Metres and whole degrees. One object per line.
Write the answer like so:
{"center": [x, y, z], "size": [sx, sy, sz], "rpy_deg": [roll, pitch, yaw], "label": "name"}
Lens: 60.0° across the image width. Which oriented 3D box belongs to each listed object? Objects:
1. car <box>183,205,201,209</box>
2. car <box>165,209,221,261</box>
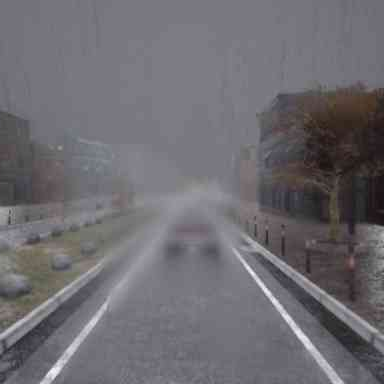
{"center": [0.040, 1.813, 27.767], "size": [2.128, 1.511, 4.902], "rpy_deg": [0, -1, 0], "label": "car"}
{"center": [0.043, 1.633, 12.780], "size": [2.128, 1.511, 4.902], "rpy_deg": [0, -1, 0], "label": "car"}
